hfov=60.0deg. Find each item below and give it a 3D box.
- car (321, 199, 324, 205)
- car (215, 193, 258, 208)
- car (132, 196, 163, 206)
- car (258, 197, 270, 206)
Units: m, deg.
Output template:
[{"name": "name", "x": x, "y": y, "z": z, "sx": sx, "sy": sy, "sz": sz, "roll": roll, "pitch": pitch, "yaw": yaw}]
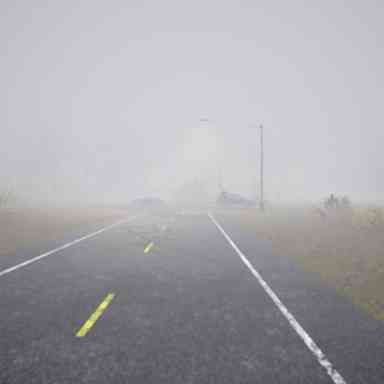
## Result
[{"name": "car", "x": 23.834, "y": 1.391, "z": 55.289, "sx": 4.553, "sy": 1.767, "sz": 2.097, "roll": 1, "pitch": 0, "yaw": -2}, {"name": "car", "x": 6.054, "y": 1.230, "z": 47.757, "sx": 5.566, "sy": 2.045, "sz": 2.150, "roll": 0, "pitch": 0, "yaw": -2}, {"name": "car", "x": -7.231, "y": 1.438, "z": 54.447, "sx": 5.008, "sy": 1.535, "sz": 1.882, "roll": 0, "pitch": 0, "yaw": -1}, {"name": "car", "x": 10.363, "y": 1.560, "z": 54.897, "sx": 4.902, "sy": 1.511, "sz": 2.128, "roll": 0, "pitch": 0, "yaw": -2}]
